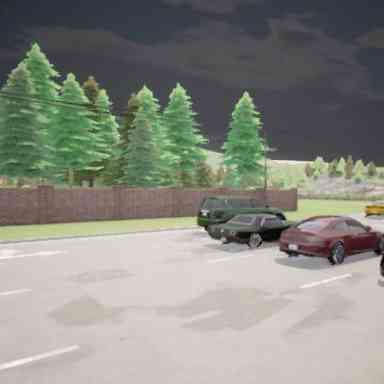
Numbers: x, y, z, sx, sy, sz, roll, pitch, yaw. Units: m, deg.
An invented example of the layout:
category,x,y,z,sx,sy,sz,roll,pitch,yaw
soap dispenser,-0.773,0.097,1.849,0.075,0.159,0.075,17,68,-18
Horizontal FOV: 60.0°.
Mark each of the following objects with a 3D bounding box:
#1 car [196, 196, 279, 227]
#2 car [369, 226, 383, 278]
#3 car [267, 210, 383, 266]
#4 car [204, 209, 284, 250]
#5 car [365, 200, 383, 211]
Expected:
category,x,y,z,sx,sy,sz,roll,pitch,yaw
car,2.836,1.236,18.665,5.566,2.045,2.150,0,0,-35
car,6.640,1.575,8.483,4.181,1.385,1.994,0,0,-35
car,4.998,1.538,11.625,4.674,1.442,1.812,0,0,-36
car,3.062,1.613,14.527,4.718,1.301,1.895,0,0,-35
car,17.298,1.509,30.044,5.008,1.535,1.882,0,0,-44
